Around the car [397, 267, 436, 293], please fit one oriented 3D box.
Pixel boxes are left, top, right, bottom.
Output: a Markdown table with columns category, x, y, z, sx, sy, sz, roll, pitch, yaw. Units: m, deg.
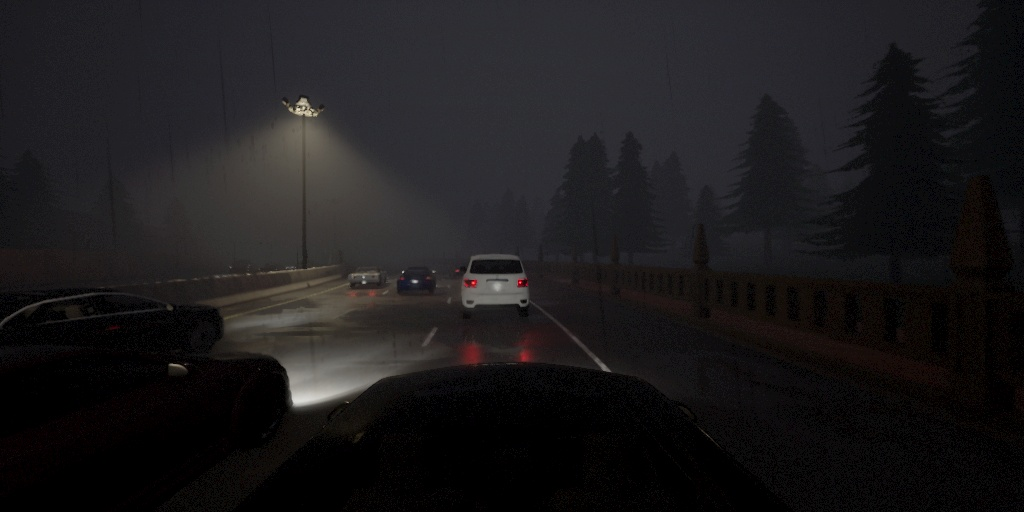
| category | x | y | z | sx | sy | sz | roll | pitch | yaw |
| --- | --- | --- | --- | --- | --- | --- | --- | --- | --- |
| car | -5.454 | 1.314 | 20.812 | 1.994 | 1.385 | 4.181 | 0 | 0 | -11 |

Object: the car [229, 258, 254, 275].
| category | x | y | z | sx | sy | sz | roll | pitch | yaw |
| --- | --- | --- | --- | --- | --- | --- | --- | --- | --- |
| car | -31.064 | 1.178 | 41.559 | 2.097 | 1.767 | 4.553 | 0 | 0 | -27 |

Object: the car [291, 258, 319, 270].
| category | x | y | z | sx | sy | sz | roll | pitch | yaw |
| --- | --- | --- | --- | --- | --- | --- | --- | --- | --- |
| car | -22.032 | 1.286 | 38.764 | 2.128 | 1.511 | 4.902 | 0 | 0 | -23 |

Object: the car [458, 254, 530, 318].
| category | x | y | z | sx | sy | sz | roll | pitch | yaw |
| --- | --- | --- | --- | --- | --- | --- | --- | --- | --- |
| car | -0.717 | 0.962 | 13.250 | 2.150 | 2.045 | 5.566 | 0 | 0 | -6 |

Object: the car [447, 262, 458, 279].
| category | x | y | z | sx | sy | sz | roll | pitch | yaw |
| --- | --- | --- | --- | --- | --- | --- | --- | --- | --- |
| car | -4.700 | 1.282 | 32.665 | 2.033 | 1.411 | 5.357 | 0 | 0 | -17 |

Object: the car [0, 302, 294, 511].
| category | x | y | z | sx | sy | sz | roll | pitch | yaw |
| --- | --- | --- | --- | --- | --- | --- | --- | --- | --- |
| car | -3.580 | 1.327 | 2.549 | 1.994 | 1.385 | 4.181 | 0 | 0 | -1 |

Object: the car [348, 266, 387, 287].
| category | x | y | z | sx | sy | sz | roll | pitch | yaw |
| --- | --- | --- | --- | --- | --- | --- | --- | --- | --- |
| car | -9.797 | 1.364 | 24.677 | 1.895 | 1.301 | 4.718 | 0 | 0 | -13 |

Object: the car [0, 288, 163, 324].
| category | x | y | z | sx | sy | sz | roll | pitch | yaw |
| --- | --- | --- | --- | --- | --- | --- | --- | --- | --- |
| car | -7.160 | 1.265 | 5.836 | 2.128 | 1.511 | 4.902 | 0 | 0 | -2 |

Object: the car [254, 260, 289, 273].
| category | x | y | z | sx | sy | sz | roll | pitch | yaw |
| --- | --- | --- | --- | --- | --- | --- | --- | --- | --- |
| car | -25.650 | 1.410 | 38.368 | 1.895 | 1.301 | 4.718 | 0 | 0 | -24 |
